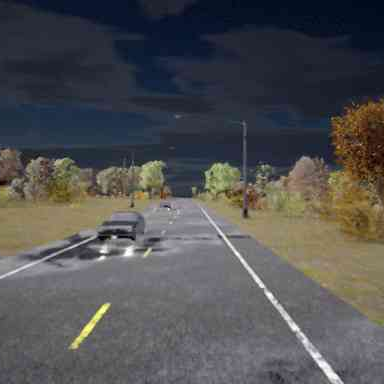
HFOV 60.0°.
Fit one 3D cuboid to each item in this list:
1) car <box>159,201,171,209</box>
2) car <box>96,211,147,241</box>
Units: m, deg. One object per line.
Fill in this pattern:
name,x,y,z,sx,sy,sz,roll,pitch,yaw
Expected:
car,-4.782,2.242,59.276,1.994,1.385,4.181,0,-1,-6
car,-3.603,1.746,18.059,2.033,1.411,5.357,0,-1,0
